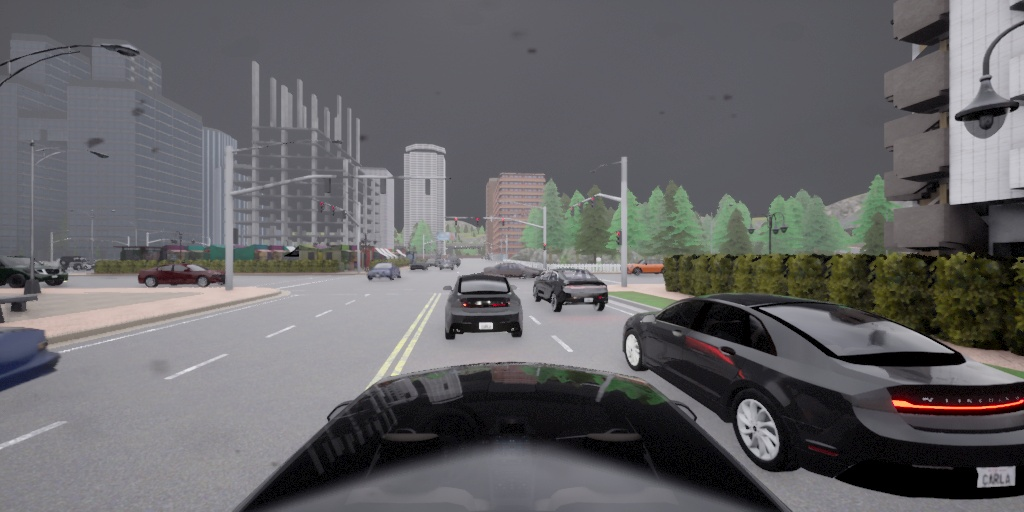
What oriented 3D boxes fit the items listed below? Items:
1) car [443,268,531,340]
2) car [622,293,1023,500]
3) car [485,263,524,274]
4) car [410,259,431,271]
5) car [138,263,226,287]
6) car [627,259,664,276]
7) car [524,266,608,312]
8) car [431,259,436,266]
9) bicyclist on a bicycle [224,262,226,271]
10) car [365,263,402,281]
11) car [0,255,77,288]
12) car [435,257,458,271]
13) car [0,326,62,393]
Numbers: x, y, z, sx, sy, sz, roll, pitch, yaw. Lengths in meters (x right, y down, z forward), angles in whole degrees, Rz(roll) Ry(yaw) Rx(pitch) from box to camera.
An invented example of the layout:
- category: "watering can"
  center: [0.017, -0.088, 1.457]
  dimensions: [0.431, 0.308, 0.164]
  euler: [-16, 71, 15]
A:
- category: "car"
  center: [-0.863, 1.254, 10.100]
  dimensions: [1.837, 1.490, 4.892]
  euler: [0, 0, -7]
- category: "car"
  center: [3.110, 1.255, 4.857]
  dimensions: [1.837, 1.490, 4.892]
  euler: [0, 0, -4]
- category: "car"
  center: [0.083, 1.293, 30.728]
  dimensions: [5.357, 1.411, 2.033]
  euler: [0, 0, 23]
- category: "car"
  center: [-12.329, 1.344, 47.574]
  dimensions: [1.895, 1.301, 4.718]
  euler: [0, 0, -7]
- category: "car"
  center: [-21.414, 1.224, 23.633]
  dimensions: [5.008, 1.535, 1.882]
  euler: [0, 0, -5]
- category: "car"
  center: [14.035, 1.098, 37.519]
  dimensions: [4.553, 1.767, 2.097]
  euler: [0, 0, -5]
- category: "car"
  center: [2.132, 1.240, 14.218]
  dimensions: [2.128, 1.511, 4.902]
  euler: [0, 0, -9]
- category: "car"
  center: [-14.023, 1.246, 62.719]
  dimensions: [1.837, 1.490, 4.892]
  euler: [0, 0, -6]
- category: "bicyclist on a bicycle"
  center: [-29.539, 1.006, 37.401]
  dimensions: [0.582, 1.620, 1.656]
  euler: [0, 5, -5]
- category: "car"
  center: [-10.544, 1.271, 29.868]
  dimensions: [1.812, 1.442, 4.674]
  euler: [0, 0, -5]
- category: "car"
  center: [-31.989, 0.968, 22.698]
  dimensions: [5.566, 2.045, 2.150]
  euler: [0, 0, -5]
- category: "car"
  center: [-9.090, 1.232, 50.067]
  dimensions: [2.128, 1.511, 4.902]
  euler: [0, 0, -7]
- category: "car"
  center: [-7.244, 1.297, 2.639]
  dimensions: [2.033, 1.411, 5.357]
  euler: [0, 0, -4]
